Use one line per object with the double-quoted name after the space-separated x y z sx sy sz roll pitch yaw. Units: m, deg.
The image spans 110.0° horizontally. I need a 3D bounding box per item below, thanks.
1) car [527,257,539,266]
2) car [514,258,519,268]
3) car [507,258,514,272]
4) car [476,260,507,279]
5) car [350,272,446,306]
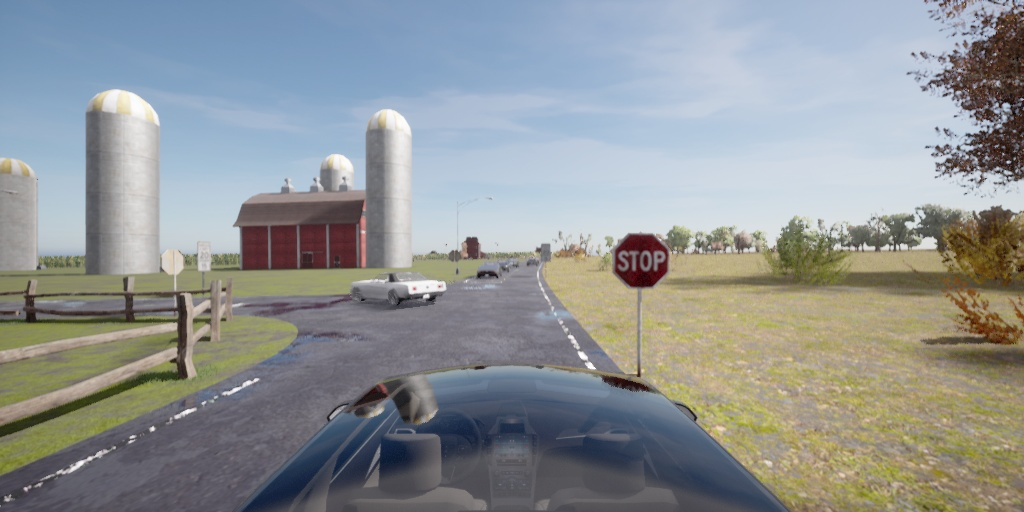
3.530 0.980 61.595 2.128 1.511 4.902 0 0 6 "car"
0.013 1.019 54.547 2.128 1.511 4.902 0 0 6 "car"
-1.189 1.153 41.582 1.994 1.385 4.181 0 0 4 "car"
-1.885 1.181 31.724 2.033 1.411 5.357 0 0 3 "car"
-5.074 1.342 15.448 4.718 1.301 1.895 -2 -1 40 "car"
